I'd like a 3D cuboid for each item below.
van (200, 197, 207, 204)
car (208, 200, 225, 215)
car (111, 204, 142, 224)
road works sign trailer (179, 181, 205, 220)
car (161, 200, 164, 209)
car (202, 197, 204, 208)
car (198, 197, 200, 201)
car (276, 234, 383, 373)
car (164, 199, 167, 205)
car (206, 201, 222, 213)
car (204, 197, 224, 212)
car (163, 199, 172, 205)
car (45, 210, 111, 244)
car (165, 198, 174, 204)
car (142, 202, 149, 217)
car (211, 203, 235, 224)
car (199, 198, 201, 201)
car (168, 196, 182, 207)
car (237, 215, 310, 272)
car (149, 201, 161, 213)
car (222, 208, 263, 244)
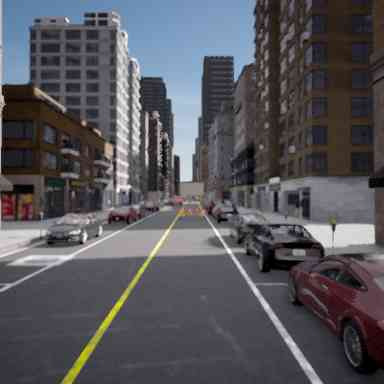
[{"bbox_3d":[2.844,2.129,82.757,1.690,1.788,3.998,0,-1,0],"label":"van"},{"bbox_3d":[2.852,1.845,33.215,1.752,1.417,4.829,0,-1,0],"label":"car"},{"bbox_3d":[-5.673,1.810,27.500,1.887,1.381,4.507,0,-1,0],"label":"car"},{"bbox_3d":[-0.006,0.767,31.434,2.380,3.560,2.880,0,-1,0],"label":"road works sign trailer"},{"bbox_3d":[-5.677,2.040,49.599,1.947,1.339,4.313,0,-1,0],"label":"car"},{"bbox_3d":[2.849,1.915,49.616,1.967,1.590,4.097,0,-1,0],"label":"car"},{"bbox_3d":[2.847,2.182,66.184,2.008,1.369,4.403,0,-1,0],"label":"car"},{"bbox_3d":[2.857,1.636,5.427,1.802,1.307,4.206,0,-1,0],"label":"car"},{"bbox_3d":[-5.677,2.092,55.124,1.947,1.339,4.313,0,-1,0],"label":"car"},{"bbox_3d":[2.850,1.950,44.262,1.752,1.417,4.829,0,-1,0],"label":"car"},{"bbox_3d":[2.851,1.686,38.570,2.192,1.841,5.009,0,-1,0],"label":"car"},{"bbox_3d":[-5.681,2.301,77.223,1.947,1.339,4.313,0,-1,0],"label":"car"},{"bbox_3d":[-5.671,1.711,16.450,2.008,1.369,4.403,0,-1,0],"label":"car"},{"bbox_3d":[-5.682,2.227,82.749,1.967,1.590,4.097,0,-1,0],"label":"car"},{"bbox_3d":[-5.674,1.900,33.024,1.802,1.307,4.206,0,-1,0],"label":"car"},{"bbox_3d":[2.853,1.832,27.521,1.947,1.339,4.313,0,-1,0],"label":"car"},{"bbox_3d":[2.848,2.130,60.661,2.008,1.369,4.403,0,-1,0],"label":"car"},{"bbox_3d":[-3.019,1.847,65.671,2.150,2.045,5.566,0,0,0],"label":"car"},{"bbox_3d":[2.856,1.674,10.950,1.947,1.339,4.313,0,-1,0],"label":"car"},{"bbox_3d":[-5.675,1.967,44.074,1.887,1.381,4.507,0,-1,0],"label":"car"},{"bbox_3d":[2.855,1.711,16.475,2.008,1.369,4.403,0,-1,0],"label":"car"}]
